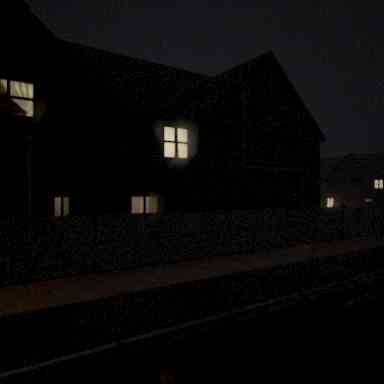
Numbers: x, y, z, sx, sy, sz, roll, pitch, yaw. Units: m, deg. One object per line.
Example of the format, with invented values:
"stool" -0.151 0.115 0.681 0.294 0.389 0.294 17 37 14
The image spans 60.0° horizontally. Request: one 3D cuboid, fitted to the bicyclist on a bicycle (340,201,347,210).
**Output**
"bicyclist on a bicycle" 16.274 1.823 35.824 1.656 1.620 0.582 -1 -1 -35
